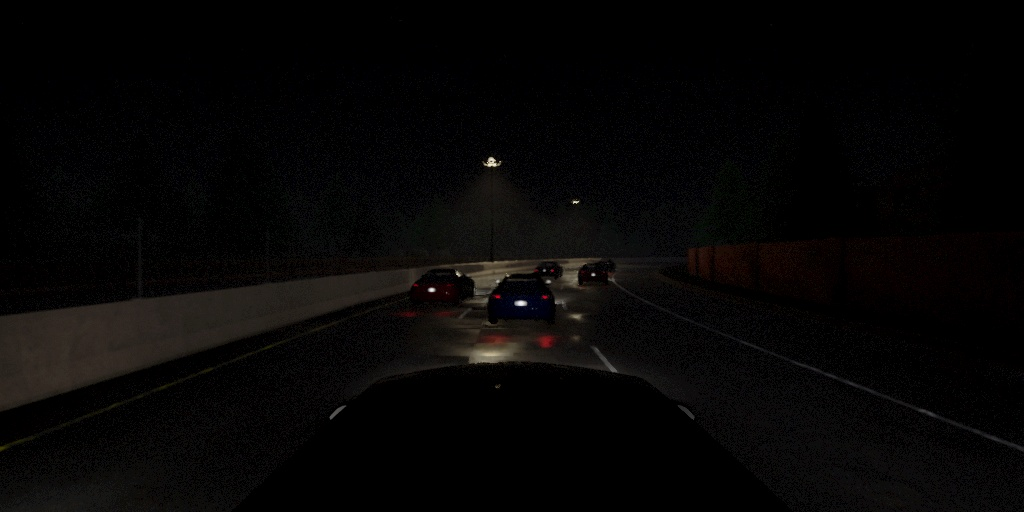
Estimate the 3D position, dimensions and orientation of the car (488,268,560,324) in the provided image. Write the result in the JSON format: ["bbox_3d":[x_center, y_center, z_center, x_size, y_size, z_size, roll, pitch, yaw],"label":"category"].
[{"bbox_3d":[0.364,1.259,11.826,1.994,1.385,4.181,0,0,3],"label":"car"}]

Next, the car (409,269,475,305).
[{"bbox_3d":[-2.857,1.238,15.503,1.994,1.385,4.181,0,0,5],"label":"car"}]

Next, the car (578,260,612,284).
[{"bbox_3d":[5.706,1.185,25.296,1.994,1.385,4.181,0,0,12],"label":"car"}]

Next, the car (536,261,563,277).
[{"bbox_3d":[3.120,1.144,29.852,2.033,1.411,5.357,0,0,15],"label":"car"}]

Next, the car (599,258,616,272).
[{"bbox_3d":[11.020,1.022,41.922,2.128,1.511,4.902,0,0,23],"label":"car"}]
